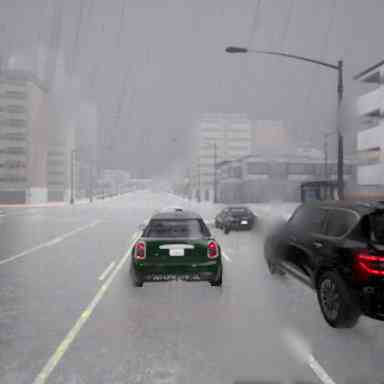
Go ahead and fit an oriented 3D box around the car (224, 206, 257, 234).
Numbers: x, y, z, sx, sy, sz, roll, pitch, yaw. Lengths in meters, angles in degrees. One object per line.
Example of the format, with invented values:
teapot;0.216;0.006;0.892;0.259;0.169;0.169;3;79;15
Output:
car;2.471;1.489;18.604;1.994;1.385;4.181;0;0;-4

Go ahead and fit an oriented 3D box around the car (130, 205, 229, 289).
car;-0.437;1.317;9.304;2.097;1.767;4.553;0;0;-3

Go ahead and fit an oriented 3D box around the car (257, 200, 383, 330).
car;3.222;1.184;7.055;2.150;2.045;5.566;0;0;-3

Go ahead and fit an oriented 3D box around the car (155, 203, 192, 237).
car;-1.053;1.457;18.687;1.812;1.442;4.674;0;0;-4
